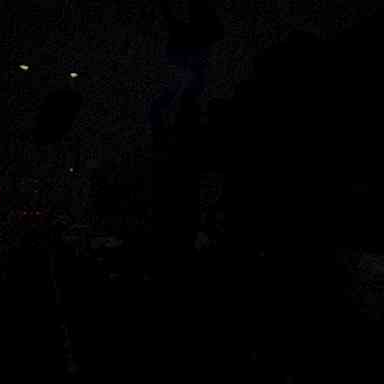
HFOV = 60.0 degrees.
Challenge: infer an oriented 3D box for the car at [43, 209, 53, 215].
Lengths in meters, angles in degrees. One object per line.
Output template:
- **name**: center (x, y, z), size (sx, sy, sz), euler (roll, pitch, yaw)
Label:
- **car**: center (-31.253, 4.290, 71.992), size (1.947, 1.339, 4.313), euler (1, -3, -25)

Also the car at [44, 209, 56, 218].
- **car**: center (-24.216, 3.642, 56.692), size (1.752, 1.417, 4.829), euler (1, -3, -25)

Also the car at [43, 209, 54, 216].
- **car**: center (-28.884, 4.100, 66.840), size (1.802, 1.307, 4.206), euler (1, -3, -25)

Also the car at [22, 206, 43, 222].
- **car**: center (-21.636, 2.884, 44.998), size (2.150, 2.045, 5.566), euler (1, -2, -25)

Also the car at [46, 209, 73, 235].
- **car**: center (-9.929, 2.369, 25.627), size (1.967, 1.590, 4.097), euler (1, -3, -25)

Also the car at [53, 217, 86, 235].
- **car**: center (-5.262, 2.081, 15.472), size (1.752, 1.417, 4.829), euler (1, -3, -25)

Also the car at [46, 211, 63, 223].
- **car**: center (-17.109, 3.043, 41.235), size (1.752, 1.417, 4.829), euler (1, -3, -25)

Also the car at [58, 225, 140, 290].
- **car**: center (-2.822, 1.914, 10.164), size (2.008, 1.369, 4.403), euler (1, -3, -25)

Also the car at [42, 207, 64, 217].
- **car**: center (-14.667, 2.630, 35.936), size (2.192, 1.841, 5.009), euler (1, -3, -25)

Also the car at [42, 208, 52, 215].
- **car**: center (-33.623, 4.483, 77.145), size (2.008, 1.369, 4.403), euler (1, -3, -25)

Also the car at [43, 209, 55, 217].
- **car**: center (-26.514, 3.858, 61.689), size (1.887, 1.381, 4.507), euler (1, -3, -25)

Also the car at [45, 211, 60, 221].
- **car**: center (-19.407, 3.291, 46.231), size (1.802, 1.307, 4.206), euler (1, -3, -25)

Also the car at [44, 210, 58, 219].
- **car**: center (-21.776, 3.491, 51.383), size (1.802, 1.307, 4.206), euler (1, -3, -25)
